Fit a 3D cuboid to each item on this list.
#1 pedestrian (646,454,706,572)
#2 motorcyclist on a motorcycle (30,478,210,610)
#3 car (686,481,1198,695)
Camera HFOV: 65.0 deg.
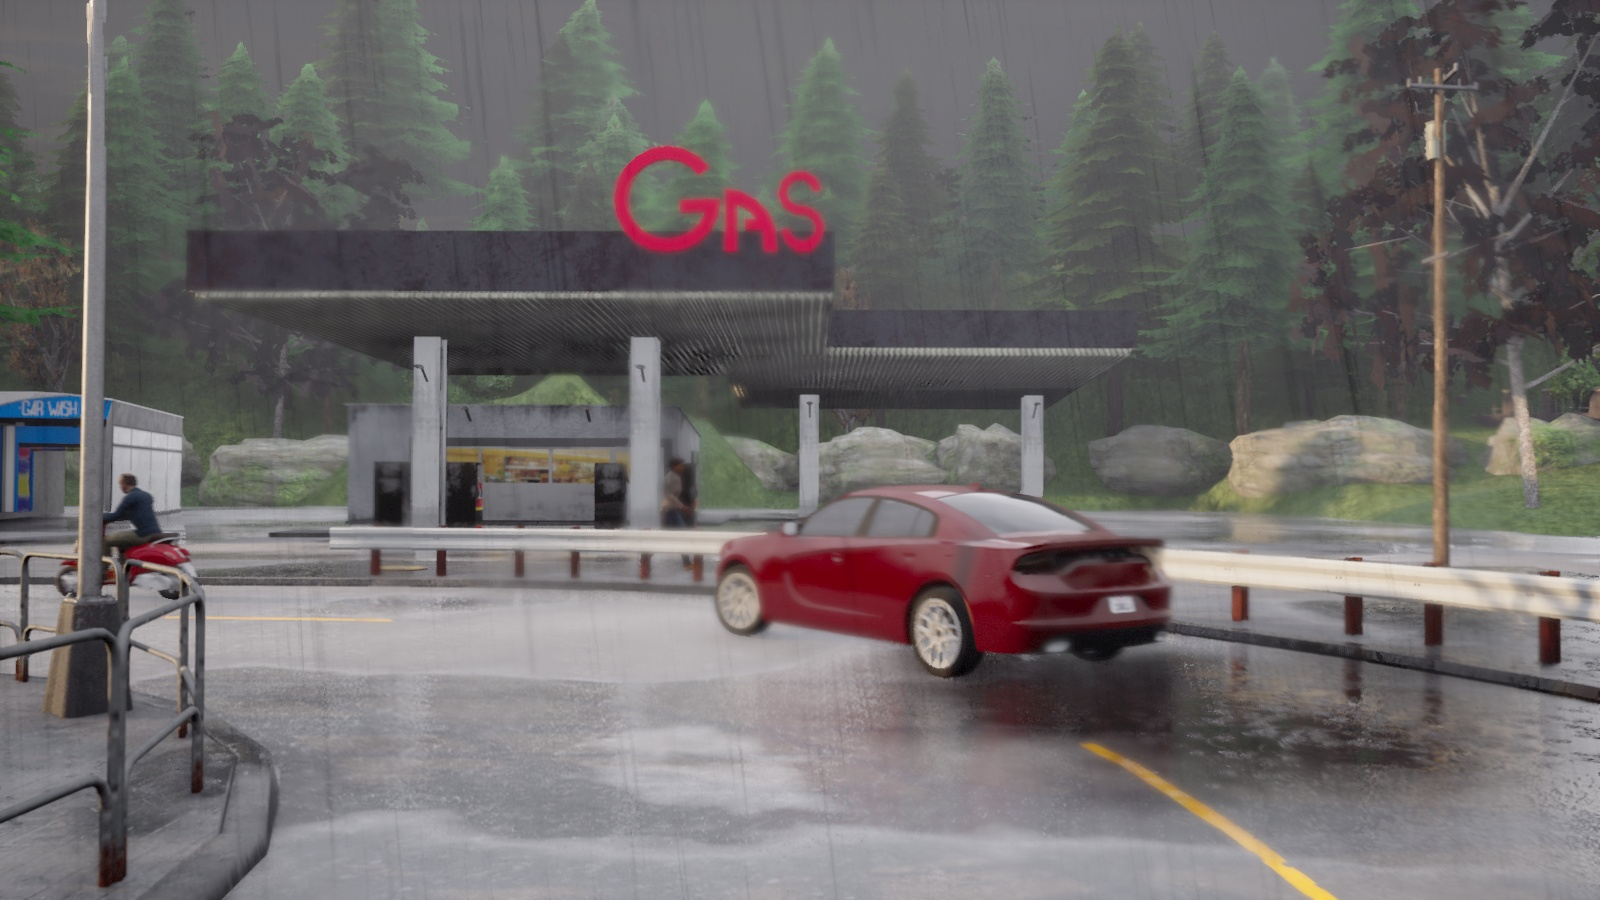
[{"bbox_3d":[-1.921,0.964,19.464,0.869,1.805,0.328,-1,-1,16],"label":"pedestrian"},{"bbox_3d":[-8.503,1.152,15.750,1.817,1.590,0.866,0,0,5],"label":"motorcyclist on a motorcycle"},{"bbox_3d":[0.999,1.052,11.623,1.882,1.535,5.008,1,-2,-35],"label":"car"}]
